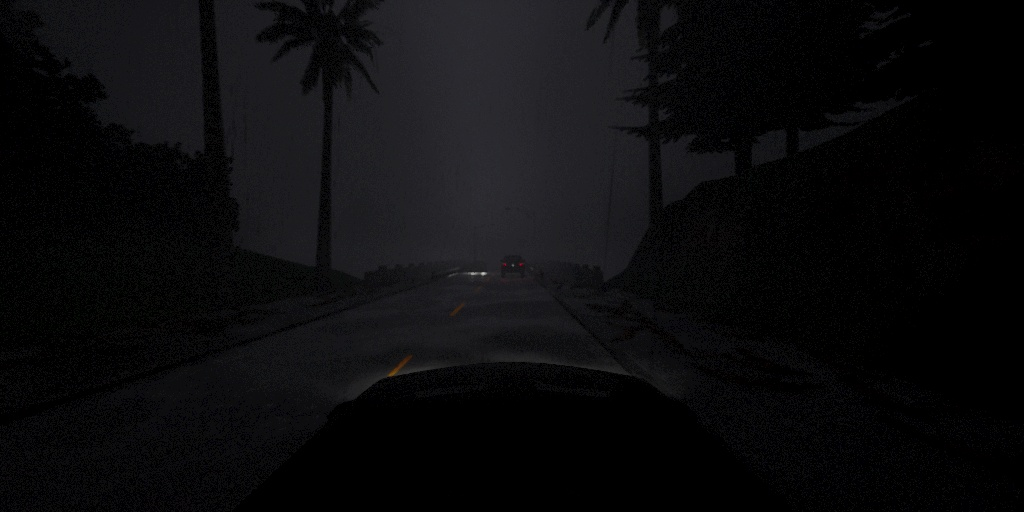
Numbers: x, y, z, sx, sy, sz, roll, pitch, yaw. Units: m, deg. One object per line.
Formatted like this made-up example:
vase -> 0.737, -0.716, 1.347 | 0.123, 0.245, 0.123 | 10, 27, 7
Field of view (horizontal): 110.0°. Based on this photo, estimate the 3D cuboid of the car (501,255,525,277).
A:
car -> 0.093, 0.967, 36.083 | 2.150, 2.045, 5.566 | 0, 0, 0

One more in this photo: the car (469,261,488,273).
car -> -4.067, 1.311, 43.854 | 1.994, 1.385, 4.181 | 0, 0, 0
